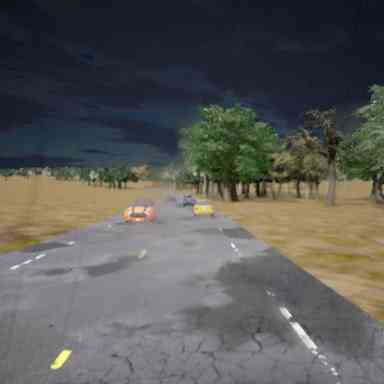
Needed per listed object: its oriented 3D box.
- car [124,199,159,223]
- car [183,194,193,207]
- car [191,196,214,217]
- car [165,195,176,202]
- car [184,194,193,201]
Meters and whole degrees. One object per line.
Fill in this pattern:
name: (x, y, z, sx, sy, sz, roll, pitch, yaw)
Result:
car: (-3.718, 1.315, 25.056, 2.097, 1.767, 4.553, 0, 0, 0)
car: (-0.425, 1.404, 49.731, 2.033, 1.411, 5.357, 0, 0, -1)
car: (1.054, 1.398, 30.852, 1.801, 1.575, 5.366, 0, 0, -1)
car: (-4.283, 1.299, 66.757, 1.994, 1.385, 4.181, 0, 0, -1)
car: (-0.837, 1.112, 69.963, 1.812, 1.442, 4.674, 0, 0, -1)
